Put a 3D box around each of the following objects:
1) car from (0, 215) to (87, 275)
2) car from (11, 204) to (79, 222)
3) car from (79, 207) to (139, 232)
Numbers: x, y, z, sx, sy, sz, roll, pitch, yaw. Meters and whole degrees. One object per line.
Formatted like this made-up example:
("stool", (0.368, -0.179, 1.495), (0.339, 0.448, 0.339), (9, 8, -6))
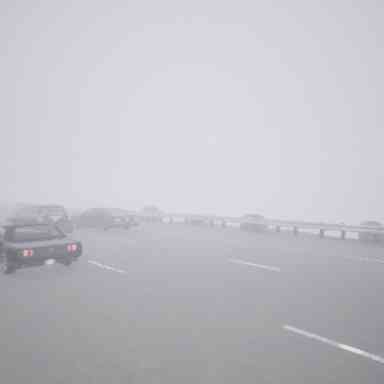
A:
("car", (-5.482, 1.660, 10.829), (1.895, 1.301, 4.718), (0, 0, -44))
("car", (-8.622, 1.451, 18.701), (4.553, 1.767, 2.097), (0, 0, 43))
("car", (-5.566, 1.647, 20.759), (5.357, 1.411, 2.033), (0, 0, 43))
